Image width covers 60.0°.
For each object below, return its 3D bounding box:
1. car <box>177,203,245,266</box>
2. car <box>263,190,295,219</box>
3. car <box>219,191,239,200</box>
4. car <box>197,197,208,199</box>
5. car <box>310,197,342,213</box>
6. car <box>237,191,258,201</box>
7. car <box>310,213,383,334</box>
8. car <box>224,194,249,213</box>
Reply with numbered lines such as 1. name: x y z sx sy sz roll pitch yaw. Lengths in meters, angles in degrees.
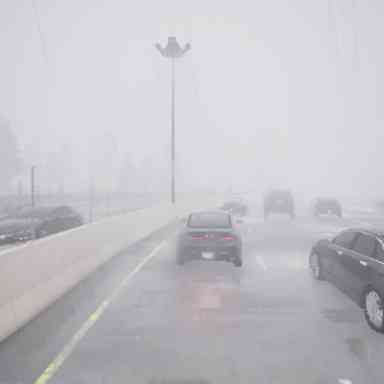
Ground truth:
1. car: 0.634 1.344 10.959 1.837 1.490 4.892 0 1 5
2. car: 6.681 0.853 25.482 2.150 2.045 5.566 0 1 14
3. car: 6.701 0.654 60.122 1.812 1.442 4.674 1 1 33
4. car: 2.153 0.488 59.417 2.097 1.767 4.553 1 1 32
5. car: 10.565 1.126 26.341 1.837 1.490 4.892 0 1 15
6. car: 9.753 0.657 58.381 1.837 1.490 4.892 0 1 33
7. car: 3.801 1.411 6.495 1.837 1.490 4.892 0 1 3
8. car: 3.577 1.129 27.288 1.812 1.442 4.674 0 1 15
